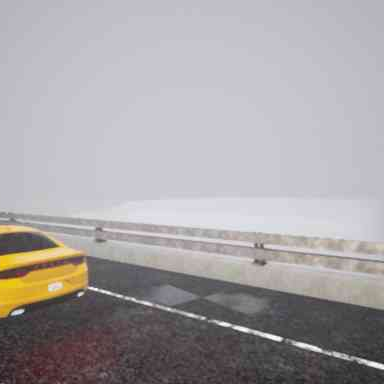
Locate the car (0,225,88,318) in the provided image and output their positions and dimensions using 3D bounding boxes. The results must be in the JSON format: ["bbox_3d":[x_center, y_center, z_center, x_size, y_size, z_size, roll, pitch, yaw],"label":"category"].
[{"bbox_3d":[-4.339,1.457,7.124,5.008,1.535,1.882,0,0,36],"label":"car"}]
